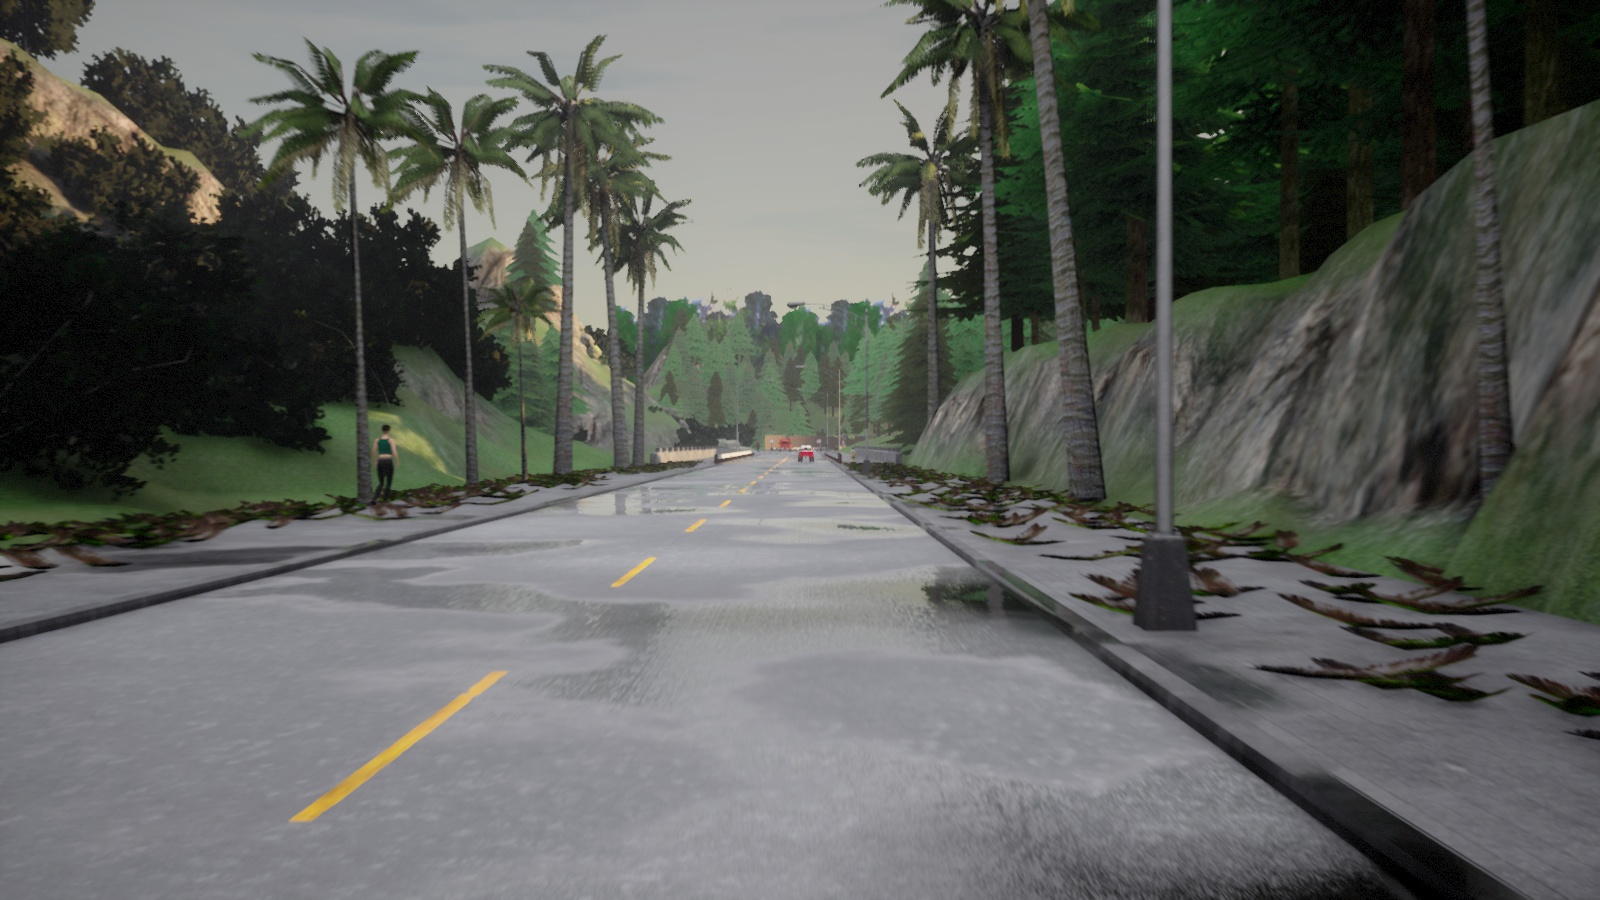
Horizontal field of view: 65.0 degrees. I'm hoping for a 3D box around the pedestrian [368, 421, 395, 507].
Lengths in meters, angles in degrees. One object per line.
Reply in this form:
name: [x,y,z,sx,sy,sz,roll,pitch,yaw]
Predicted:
pedestrian: [-9.013,0.292,27.048,0.345,1.836,0.594,0,0,7]
